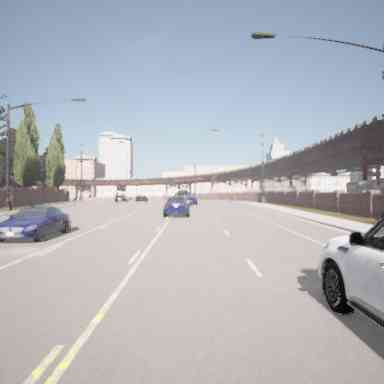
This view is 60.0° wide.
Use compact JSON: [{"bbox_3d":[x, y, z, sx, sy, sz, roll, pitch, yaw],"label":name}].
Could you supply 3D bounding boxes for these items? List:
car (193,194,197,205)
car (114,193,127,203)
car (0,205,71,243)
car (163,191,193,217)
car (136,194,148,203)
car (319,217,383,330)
[{"bbox_3d":[-0.268,1.045,47.823,1.812,1.442,4.674,0,1,-5],"label":"car"},{"bbox_3d":[-11.922,0.971,55.873,2.128,1.511,4.902,0,0,-8],"label":"car"},{"bbox_3d":[-7.097,1.370,15.305,1.812,1.442,4.674,0,1,0],"label":"car"},{"bbox_3d":[-1.221,1.070,27.682,2.097,1.767,4.553,0,1,0],"label":"car"},{"bbox_3d":[-8.416,1.048,55.949,1.994,1.385,4.181,0,0,-8],"label":"car"},{"bbox_3d":[3.600,1.177,4.283,2.150,2.045,5.566,0,1,0],"label":"car"}]
